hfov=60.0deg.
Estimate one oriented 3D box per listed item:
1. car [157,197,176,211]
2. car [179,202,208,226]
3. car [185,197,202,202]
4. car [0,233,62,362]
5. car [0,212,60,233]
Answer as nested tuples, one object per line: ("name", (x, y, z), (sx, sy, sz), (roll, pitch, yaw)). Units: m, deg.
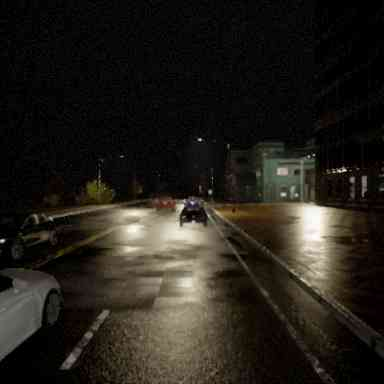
("car", (-3.147, 1.423, 41.184), (2.097, 1.767, 4.553), (0, 0, 0))
("car", (0.103, 1.642, 23.615), (1.895, 1.301, 4.718), (0, 0, 0))
("car", (0.188, 1.424, 41.273), (2.097, 1.767, 4.553), (0, 0, 3))
("car", (-3.151, 1.533, 3.829), (1.812, 1.442, 4.674), (0, 0, 0))
("car", (-6.589, 1.513, 12.356), (2.128, 1.511, 4.902), (0, 0, 0))
